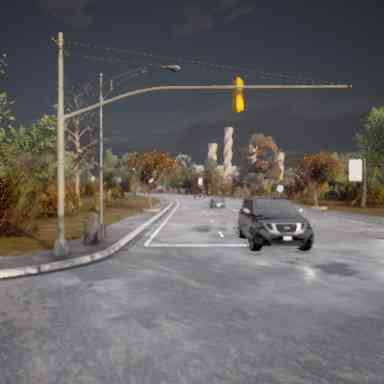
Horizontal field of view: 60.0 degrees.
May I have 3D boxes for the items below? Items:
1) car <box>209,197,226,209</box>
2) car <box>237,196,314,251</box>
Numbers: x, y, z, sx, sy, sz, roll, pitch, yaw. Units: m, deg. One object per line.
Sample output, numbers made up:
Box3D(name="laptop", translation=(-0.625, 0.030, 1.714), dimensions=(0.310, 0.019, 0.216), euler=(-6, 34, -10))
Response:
Box3D(name="car", translation=(3.172, 1.345, 41.767), dimensions=(2.128, 1.511, 4.902), euler=(0, 1, 0))
Box3D(name="car", translation=(3.290, 1.226, 14.229), dimensions=(2.150, 2.045, 5.566), euler=(0, 0, 0))
